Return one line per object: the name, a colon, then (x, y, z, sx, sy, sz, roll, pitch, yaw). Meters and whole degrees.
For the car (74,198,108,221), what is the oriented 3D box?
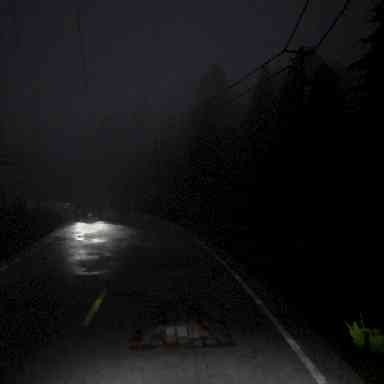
car: (-8.025, 1.333, 25.746, 2.128, 1.511, 4.902, 0, 0, -20)
